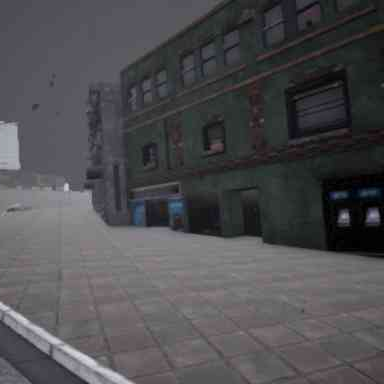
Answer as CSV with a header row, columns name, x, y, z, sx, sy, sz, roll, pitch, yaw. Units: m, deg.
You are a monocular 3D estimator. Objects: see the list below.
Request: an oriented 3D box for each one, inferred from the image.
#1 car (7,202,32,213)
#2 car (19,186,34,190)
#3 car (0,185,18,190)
name,x,y,z,sx,sy,sz,roll,pitch,yaw
car,-26.241,2.303,50.639,1.994,1.385,4.181,-5,0,5
car,-42.841,-0.635,83.692,2.002,1.452,4.674,-5,-3,13
car,-44.118,-0.806,78.325,2.163,1.488,4.792,-5,-3,14
